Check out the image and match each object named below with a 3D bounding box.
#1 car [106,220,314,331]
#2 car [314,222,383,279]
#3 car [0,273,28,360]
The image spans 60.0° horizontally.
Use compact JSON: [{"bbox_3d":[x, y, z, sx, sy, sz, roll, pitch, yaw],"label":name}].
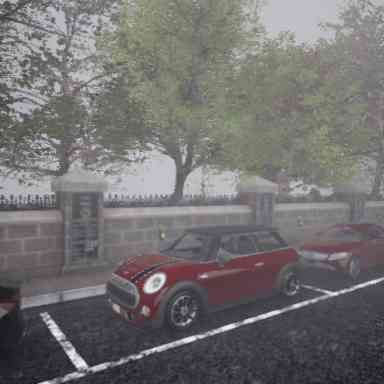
[{"bbox_3d":[0.351,1.446,6.807,4.097,1.590,1.967,0,0,-35],"label":"car"},{"bbox_3d":[4.860,1.595,10.024,4.206,1.307,1.802,0,0,-35],"label":"car"},{"bbox_3d":[-4.158,1.564,3.592,4.313,1.339,1.947,0,0,-35],"label":"car"}]
